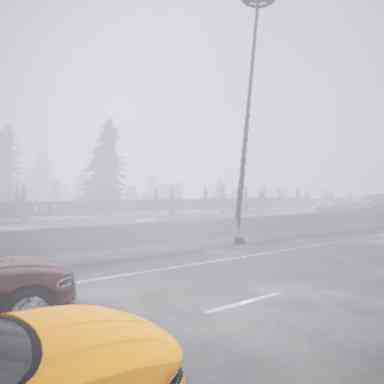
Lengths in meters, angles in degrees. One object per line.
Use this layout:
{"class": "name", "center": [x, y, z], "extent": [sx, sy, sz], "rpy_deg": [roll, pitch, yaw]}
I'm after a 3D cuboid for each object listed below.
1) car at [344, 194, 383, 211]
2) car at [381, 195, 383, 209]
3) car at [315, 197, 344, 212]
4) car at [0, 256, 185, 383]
{"class": "car", "center": [18.610, 1.241, 34.458], "extent": [5.566, 2.045, 2.150], "rpy_deg": [0, 0, -35]}
{"class": "car", "center": [20.295, 1.375, 31.358], "extent": [4.553, 1.767, 2.097], "rpy_deg": [0, 0, -35]}
{"class": "car", "center": [15.620, 1.374, 36.623], "extent": [4.553, 1.767, 2.097], "rpy_deg": [0, 0, -35]}
{"class": "car", "center": [-2.335, 1.477, 2.082], "extent": [5.008, 1.535, 1.882], "rpy_deg": [0, 0, -36]}
